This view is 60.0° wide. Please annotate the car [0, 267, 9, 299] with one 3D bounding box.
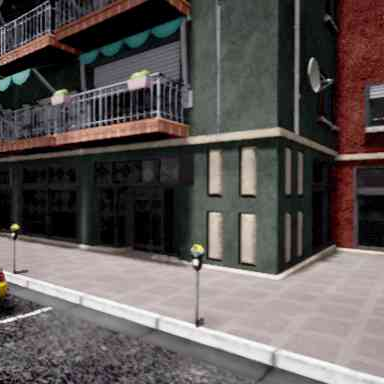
[{"bbox_3d":[-5.659,1.515,6.902,4.829,1.417,1.752,0,0,35],"label":"car"}]
